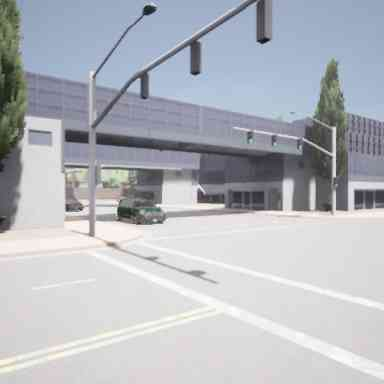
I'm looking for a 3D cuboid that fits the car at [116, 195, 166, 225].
[{"bbox_3d":[-3.798,1.344,24.246,2.097,1.767,4.553,0,0,-36],"label":"car"}]

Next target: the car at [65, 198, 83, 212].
[{"bbox_3d":[-14.119,1.468,38.491,1.882,1.535,5.008,0,0,-36],"label":"car"}]
